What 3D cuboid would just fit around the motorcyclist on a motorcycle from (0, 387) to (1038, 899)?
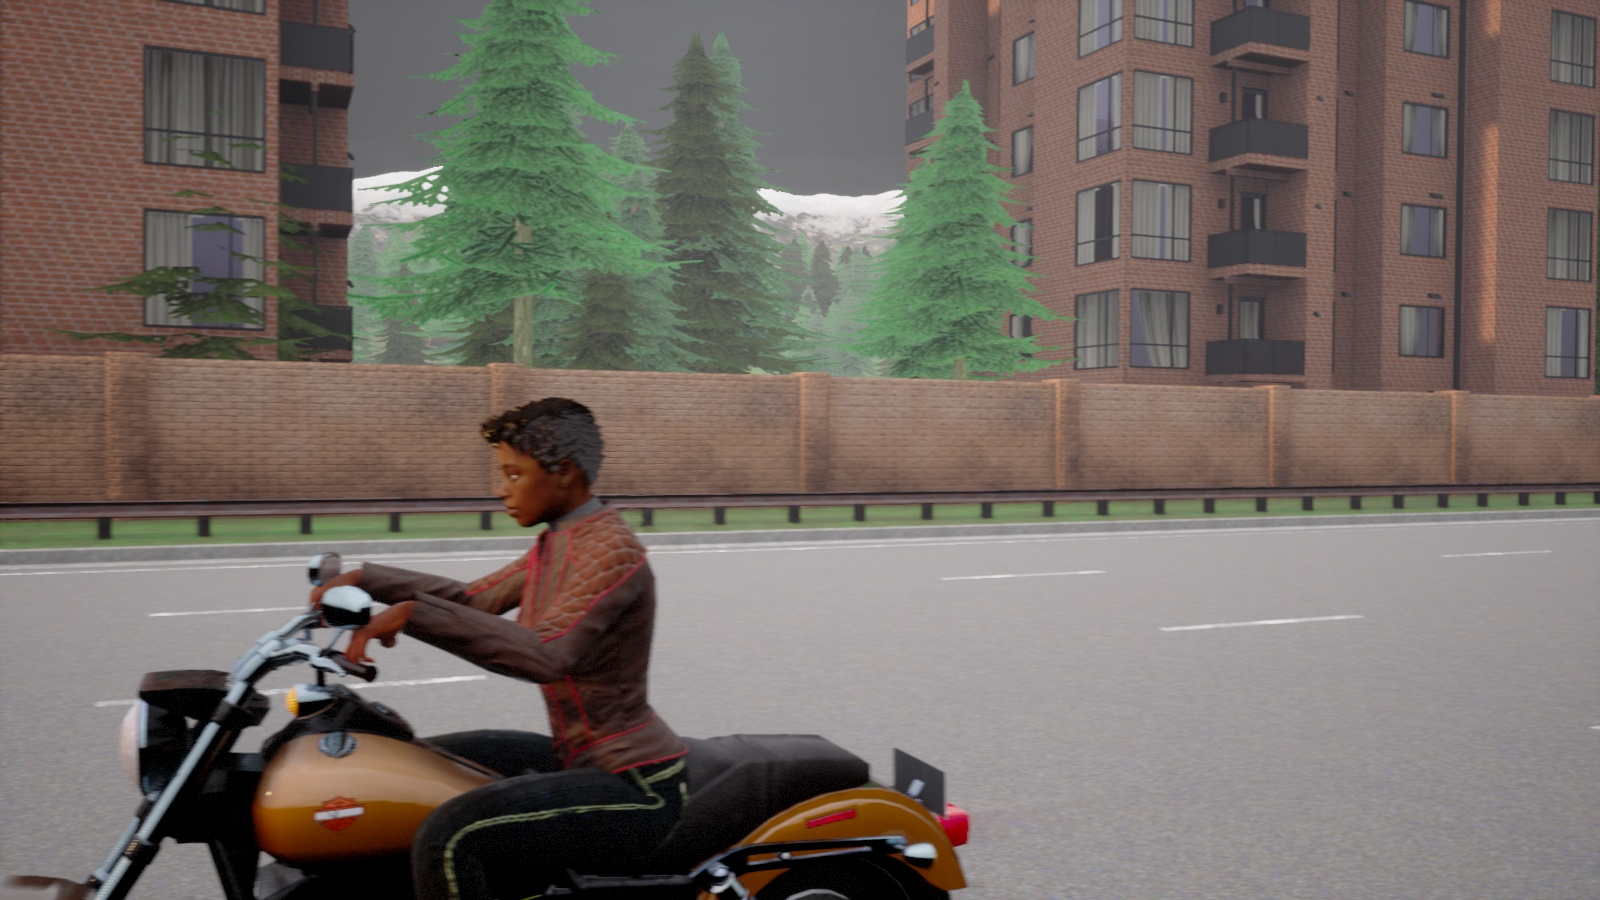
[{"bbox_3d":[-0.739,0.714,2.483,2.350,1.649,0.766,-1,1,-24],"label":"motorcyclist on a motorcycle"}]
